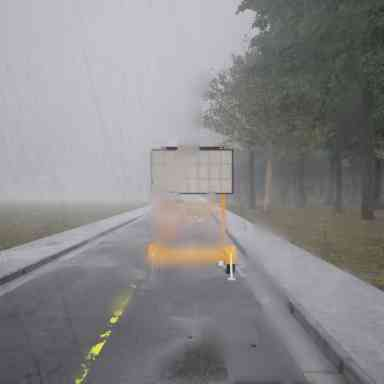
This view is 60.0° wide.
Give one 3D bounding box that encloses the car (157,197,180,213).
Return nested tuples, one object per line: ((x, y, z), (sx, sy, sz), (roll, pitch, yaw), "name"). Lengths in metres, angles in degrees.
((-2.797, 1.547, 37.049), (2.033, 1.411, 5.357), (0, 0, 0), "car")

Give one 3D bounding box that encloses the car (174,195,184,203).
((-2.658, 1.352, 63.383), (2.097, 1.767, 4.553), (0, 0, 0), "car")

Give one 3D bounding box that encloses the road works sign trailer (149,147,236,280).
((0.016, 0.464, 9.895), (2.380, 3.560, 2.880), (0, 0, 0), "road works sign trailer")
